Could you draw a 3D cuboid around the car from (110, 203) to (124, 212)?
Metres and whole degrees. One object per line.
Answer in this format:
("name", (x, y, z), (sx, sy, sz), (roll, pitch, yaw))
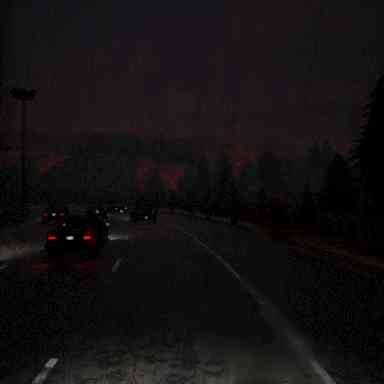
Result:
("car", (-9.423, 2.037, 42.265), (1.895, 1.301, 4.718), (0, -1, -24))

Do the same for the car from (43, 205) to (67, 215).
("car", (-11.467, 1.843, 28.154), (2.033, 1.411, 5.357), (0, -1, -18))

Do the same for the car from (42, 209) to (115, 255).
("car", (-4.640, 1.682, 14.043), (2.033, 1.411, 5.357), (0, -1, -9))

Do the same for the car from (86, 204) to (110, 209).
("car", (-9.808, 1.913, 33.855), (1.994, 1.385, 4.181), (0, -1, -20))

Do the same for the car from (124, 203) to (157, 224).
("car", (-4.150, 1.759, 27.718), (2.128, 1.511, 4.902), (0, -1, -16))
